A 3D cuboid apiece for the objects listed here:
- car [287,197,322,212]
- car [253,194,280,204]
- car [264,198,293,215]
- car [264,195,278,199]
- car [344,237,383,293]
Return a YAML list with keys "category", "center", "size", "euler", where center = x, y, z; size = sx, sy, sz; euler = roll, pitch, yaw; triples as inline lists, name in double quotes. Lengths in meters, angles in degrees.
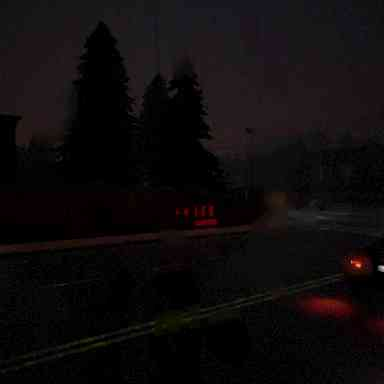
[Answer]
- category: "car"
  center: [12.901, 1.352, 38.953]
  size: [2.097, 1.767, 4.553]
  euler: [0, 0, -35]
- category: "car"
  center: [13.896, 1.351, 62.160]
  size: [2.097, 1.767, 4.553]
  euler: [0, 0, -35]
- category: "car"
  center: [7.596, 1.601, 34.329]
  size: [1.895, 1.301, 4.718]
  euler: [0, 0, -35]
- category: "car"
  center: [8.267, 1.478, 39.447]
  size: [1.882, 1.535, 5.008]
  euler: [0, 0, -35]
- category: "car"
  center: [5.798, 1.547, 7.918]
  size: [5.357, 1.411, 2.033]
  euler: [0, 0, -35]
